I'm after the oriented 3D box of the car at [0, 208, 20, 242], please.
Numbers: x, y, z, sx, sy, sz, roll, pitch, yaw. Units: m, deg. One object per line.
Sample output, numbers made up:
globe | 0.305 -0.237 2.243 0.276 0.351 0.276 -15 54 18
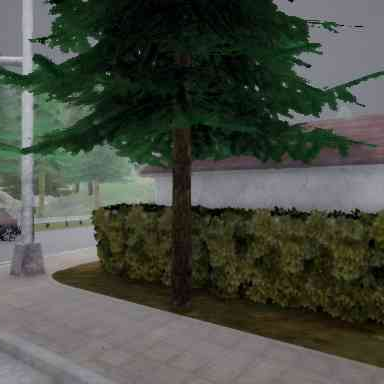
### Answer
car | -10.612 1.543 15.392 2.097 1.767 4.553 0 0 37
